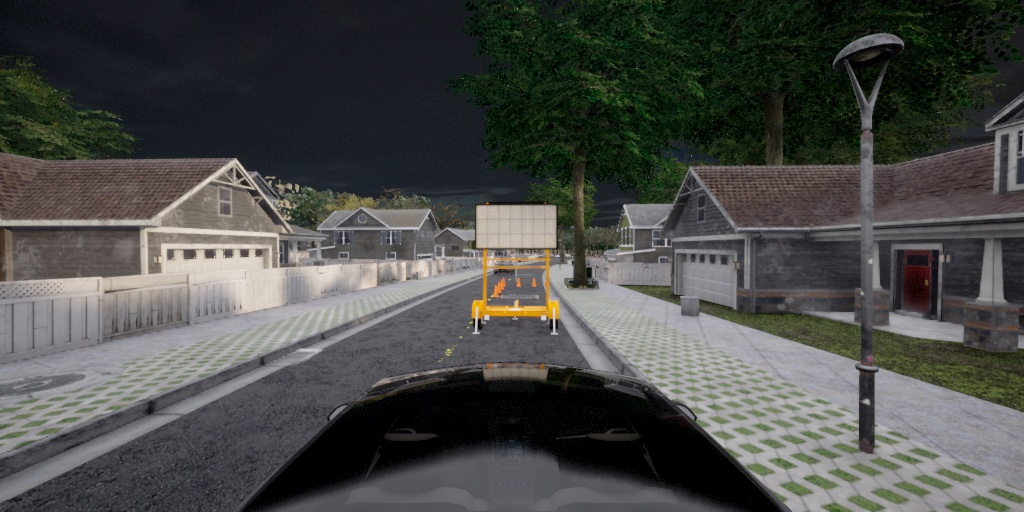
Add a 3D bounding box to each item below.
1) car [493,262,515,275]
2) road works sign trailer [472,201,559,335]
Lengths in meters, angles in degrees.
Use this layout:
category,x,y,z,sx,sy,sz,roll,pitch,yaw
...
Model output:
category,x,y,z,sx,sy,sz,roll,pitch,yaw
car,-0.793,1.298,38.275,1.994,1.385,4.181,0,0,6
road works sign trailer,0.129,0.213,10.545,2.380,3.560,2.880,0,0,2
